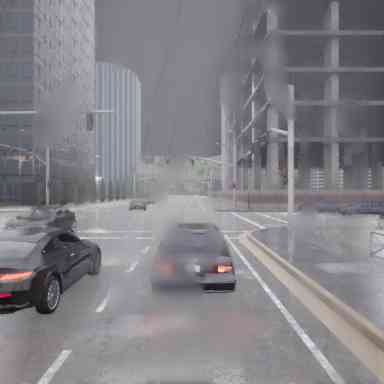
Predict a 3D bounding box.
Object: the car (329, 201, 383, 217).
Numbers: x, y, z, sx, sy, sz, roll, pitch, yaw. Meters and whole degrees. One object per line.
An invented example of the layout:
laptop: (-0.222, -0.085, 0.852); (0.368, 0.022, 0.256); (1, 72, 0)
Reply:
car: (15.848, 1.492, 30.283); (5.357, 1.411, 2.033); (0, 0, 0)

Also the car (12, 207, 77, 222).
car: (-7.130, 1.487, 16.230); (2.128, 1.511, 4.902); (0, 0, 0)

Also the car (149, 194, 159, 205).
car: (-7.192, 1.563, 56.485); (1.994, 1.385, 4.181); (0, 0, 0)

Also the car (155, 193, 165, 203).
car: (-7.134, 1.225, 71.711); (2.150, 2.045, 5.566); (0, 0, 0)

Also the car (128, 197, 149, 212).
car: (-6.424, 1.500, 39.087); (1.837, 1.490, 4.892); (0, 0, -11)

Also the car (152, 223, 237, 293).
car: (0.054, 1.547, 8.976); (2.033, 1.411, 5.357); (0, 0, 0)

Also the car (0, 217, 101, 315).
car: (-3.454, 1.526, 7.459); (1.812, 1.442, 4.674); (0, 0, 0)

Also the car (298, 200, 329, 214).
car: (12.980, 1.508, 33.767); (4.181, 1.385, 1.994); (0, 0, 0)
